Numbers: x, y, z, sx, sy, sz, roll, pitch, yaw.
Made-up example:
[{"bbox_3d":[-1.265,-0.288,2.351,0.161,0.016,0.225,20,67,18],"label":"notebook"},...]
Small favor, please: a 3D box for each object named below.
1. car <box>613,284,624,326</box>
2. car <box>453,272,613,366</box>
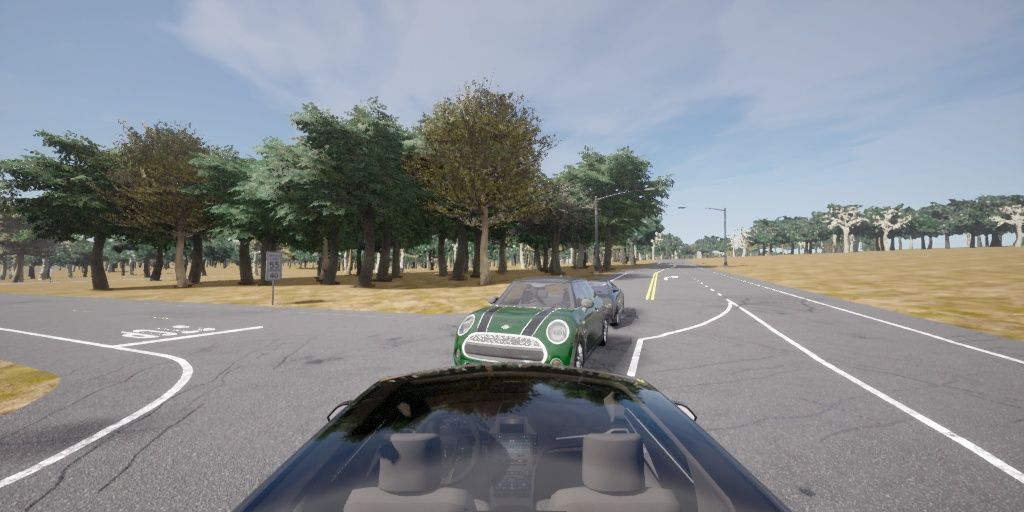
[{"bbox_3d":[2.897,1.555,12.912,1.994,1.385,4.181,-2,0,22],"label":"car"},{"bbox_3d":[0.676,1.223,7.478,2.097,1.767,4.553,-1,-2,22],"label":"car"}]
